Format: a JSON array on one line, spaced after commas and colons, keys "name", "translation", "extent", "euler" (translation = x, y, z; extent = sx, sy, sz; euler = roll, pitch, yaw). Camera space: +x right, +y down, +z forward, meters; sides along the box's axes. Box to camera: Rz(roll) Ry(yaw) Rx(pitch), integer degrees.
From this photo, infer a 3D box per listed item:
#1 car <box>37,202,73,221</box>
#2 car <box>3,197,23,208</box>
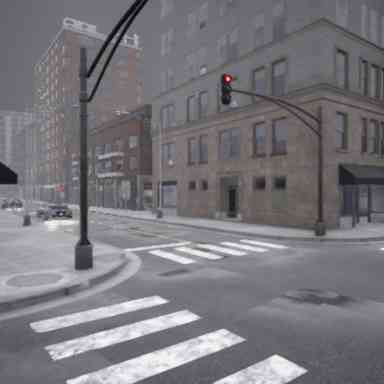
[{"name": "car", "translation": [-11.071, 1.486, 26.787], "extent": [1.994, 1.385, 4.181], "euler": [0, 0, -36]}, {"name": "car", "translation": [-24.429, 1.437, 45.255], "extent": [1.994, 1.385, 4.181], "euler": [0, 0, -36]}]
